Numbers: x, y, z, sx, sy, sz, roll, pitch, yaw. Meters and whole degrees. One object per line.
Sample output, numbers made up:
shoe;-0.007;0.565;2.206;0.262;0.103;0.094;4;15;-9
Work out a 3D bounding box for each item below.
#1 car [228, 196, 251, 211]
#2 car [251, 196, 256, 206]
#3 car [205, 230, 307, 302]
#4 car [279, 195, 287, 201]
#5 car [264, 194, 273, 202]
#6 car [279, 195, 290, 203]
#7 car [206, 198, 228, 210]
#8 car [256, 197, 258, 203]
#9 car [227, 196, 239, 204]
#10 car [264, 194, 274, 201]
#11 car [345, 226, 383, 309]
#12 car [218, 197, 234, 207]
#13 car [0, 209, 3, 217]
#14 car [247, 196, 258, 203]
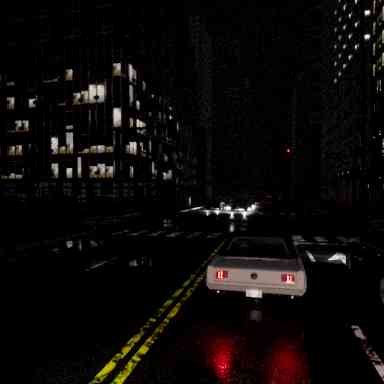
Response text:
car;5.862;1.503;40.728;1.812;1.442;4.674;0;0;13
car;7.976;1.460;49.731;2.128;1.511;4.902;0;0;13
car;1.695;1.597;8.337;1.895;1.301;4.718;0;0;14
car;21.813;1.355;79.818;1.895;1.301;4.718;0;0;13
car;16.364;1.530;70.826;1.895;1.301;4.718;0;0;13
car;19.426;1.474;69.646;2.033;1.411;5.357;0;0;13
car;3.092;1.524;43.168;2.033;1.411;5.357;0;0;13
car;10.306;1.559;59.539;1.895;1.301;4.718;0;0;14
car;7.838;1.460;63.167;1.837;1.490;4.892;0;0;14
car;18.642;1.286;80.532;2.128;1.511;4.902;0;0;13
car;4.825;1.501;7.437;1.837;1.490;4.892;0;0;13
car;5.414;1.567;53.037;1.895;1.301;4.718;0;0;13
car;-17.347;1.434;26.651;4.313;1.339;1.947;1;1;14
car;12.769;1.485;69.735;2.033;1.411;5.357;0;0;13
